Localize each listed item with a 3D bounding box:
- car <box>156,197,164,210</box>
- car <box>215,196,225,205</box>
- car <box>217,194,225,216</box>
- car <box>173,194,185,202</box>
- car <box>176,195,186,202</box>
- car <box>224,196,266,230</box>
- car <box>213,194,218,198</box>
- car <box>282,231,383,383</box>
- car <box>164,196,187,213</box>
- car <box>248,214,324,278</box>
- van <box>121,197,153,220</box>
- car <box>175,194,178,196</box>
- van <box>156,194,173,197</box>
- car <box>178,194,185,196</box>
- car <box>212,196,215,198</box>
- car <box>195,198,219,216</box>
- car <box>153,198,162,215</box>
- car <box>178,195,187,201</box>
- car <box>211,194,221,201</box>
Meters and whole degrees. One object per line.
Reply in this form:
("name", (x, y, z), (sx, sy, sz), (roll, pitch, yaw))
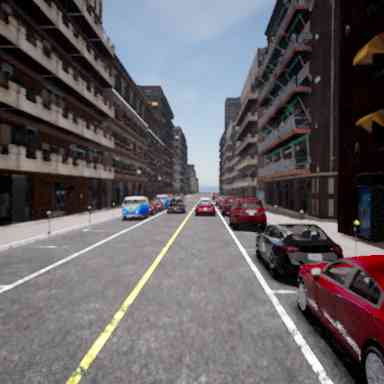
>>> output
("car", (-4.165, 1.541, 38.702), (1.802, 1.307, 4.206), (0, 0, 2))
("car", (5.100, 1.547, 61.141), (1.752, 1.417, 4.829), (0, 0, 2))
("car", (3.946, 1.331, 32.675), (2.192, 1.841, 5.009), (0, 0, 2))
("car", (-2.821, 1.282, 72.660), (2.192, 1.841, 5.009), (0, 0, 2))
("car", (-2.591, 1.409, 78.319), (1.967, 1.590, 4.097), (0, 0, 2))
("car", (3.487, 1.331, 21.356), (2.192, 1.841, 5.009), (0, 0, 2))
("car", (4.864, 1.460, 55.312), (1.967, 1.590, 4.097), (0, 0, 2))
("car", (2.815, 1.562, 4.721), (1.887, 1.381, 4.507), (0, 0, 2))
("car", (-1.602, 1.482, 36.005), (1.837, 1.490, 4.892), (0, 0, 2))
("car", (3.030, 1.582, 10.038), (1.947, 1.339, 4.313), (0, 0, 2))
("van", (-4.622, 1.299, 27.384), (1.690, 1.788, 3.998), (0, 0, 2))
("car", (-3.748, 1.276, 50.023), (2.192, 1.841, 5.009), (0, 0, 2))
("van", (-3.949, 1.301, 44.363), (1.690, 1.788, 3.998), (0, 0, 2))
("car", (-3.049, 1.516, 67.001), (2.008, 1.369, 4.403), (0, 0, 2))
("car", (1.725, 1.524, 43.544), (1.812, 1.442, 4.674), (0, 0, 3))
("car", (1.321, 1.562, 32.568), (1.994, 1.385, 4.181), (0, 0, 3))
("car", (-4.391, 1.541, 33.043), (1.802, 1.307, 4.206), (0, 0, 2))
("car", (-2.361, 1.537, 83.978), (1.947, 1.339, 4.313), (0, 0, 2))
("car", (6.009, 1.344, 83.608), (2.192, 1.841, 5.009), (0, 0, 2))
